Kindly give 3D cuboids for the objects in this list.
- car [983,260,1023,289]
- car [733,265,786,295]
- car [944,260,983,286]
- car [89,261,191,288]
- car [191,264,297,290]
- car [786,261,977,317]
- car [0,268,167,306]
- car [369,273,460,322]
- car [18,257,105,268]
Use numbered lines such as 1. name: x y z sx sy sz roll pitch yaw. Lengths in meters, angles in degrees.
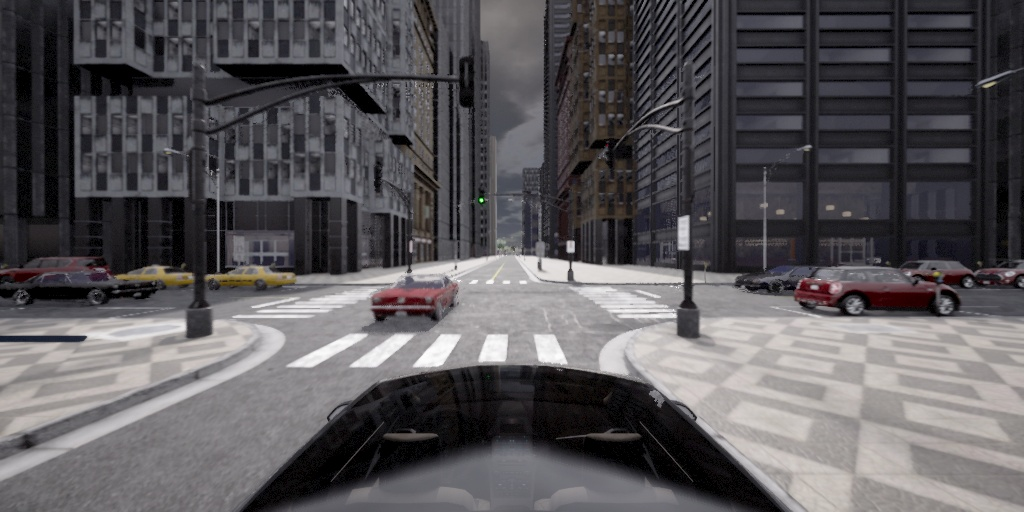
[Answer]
1. car: 28.756 0.964 20.223 4.097 1.591 1.967 0 0 0
2. car: 14.036 1.122 17.647 5.357 1.411 2.033 0 0 0
3. car: 23.147 0.978 20.257 4.097 1.591 1.967 0 0 0
4. car: -20.617 1.174 20.524 4.829 1.417 1.751 0 0 0
5. car: -15.016 1.159 20.490 4.829 1.417 1.751 0 0 0
6. car: 11.896 1.051 11.801 4.097 1.591 1.967 0 0 0
7. car: -17.470 1.273 14.638 4.718 1.301 1.895 0 0 0
8. car: -3.001 1.262 11.953 1.895 1.301 4.718 0 1 0
9. car: -26.048 0.979 20.557 5.009 1.841 2.192 0 0 0
